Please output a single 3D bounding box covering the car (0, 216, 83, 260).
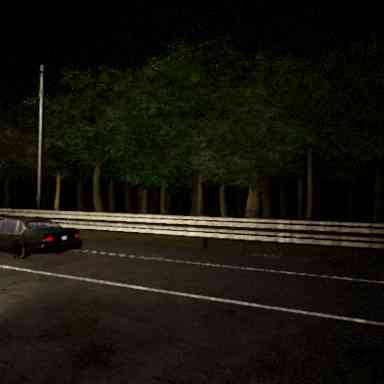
[{"bbox_3d":[-6.681,1.651,12.755,5.357,1.411,2.033,0,-1,27],"label":"car"}]
